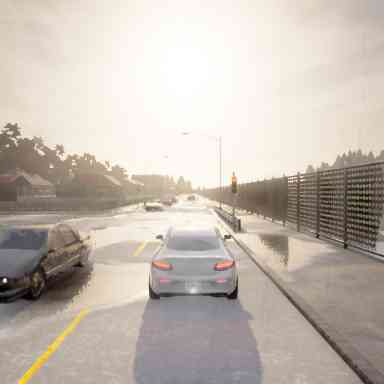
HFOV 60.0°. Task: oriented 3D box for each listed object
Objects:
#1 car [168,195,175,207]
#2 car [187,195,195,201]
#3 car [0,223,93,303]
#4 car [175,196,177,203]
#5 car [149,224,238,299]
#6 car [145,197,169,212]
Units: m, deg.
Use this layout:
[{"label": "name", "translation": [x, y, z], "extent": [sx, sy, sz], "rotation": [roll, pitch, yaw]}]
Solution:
[{"label": "car", "translation": [-4.209, 1.477, 52.367], "extent": [1.882, 1.535, 5.008], "rotation": [0, 0, 0]}, {"label": "car", "translation": [-0.196, 1.478, 86.430], "extent": [1.882, 1.535, 5.008], "rotation": [0, 0, 0]}, {"label": "car", "translation": [-4.118, 1.547, 8.605], "extent": [2.033, 1.411, 5.357], "rotation": [0, 0, 0]}, {"label": "car", "translation": [-4.160, 1.352, 67.995], "extent": [2.097, 1.767, 4.553], "rotation": [0, 0, 0]}, {"label": "car", "translation": [0.036, 1.526, 8.307], "extent": [1.812, 1.442, 4.674], "rotation": [0, 0, 0]}, {"label": "car", "translation": [-4.183, 1.547, 38.273], "extent": [2.033, 1.411, 5.357], "rotation": [0, 0, 0]}]
